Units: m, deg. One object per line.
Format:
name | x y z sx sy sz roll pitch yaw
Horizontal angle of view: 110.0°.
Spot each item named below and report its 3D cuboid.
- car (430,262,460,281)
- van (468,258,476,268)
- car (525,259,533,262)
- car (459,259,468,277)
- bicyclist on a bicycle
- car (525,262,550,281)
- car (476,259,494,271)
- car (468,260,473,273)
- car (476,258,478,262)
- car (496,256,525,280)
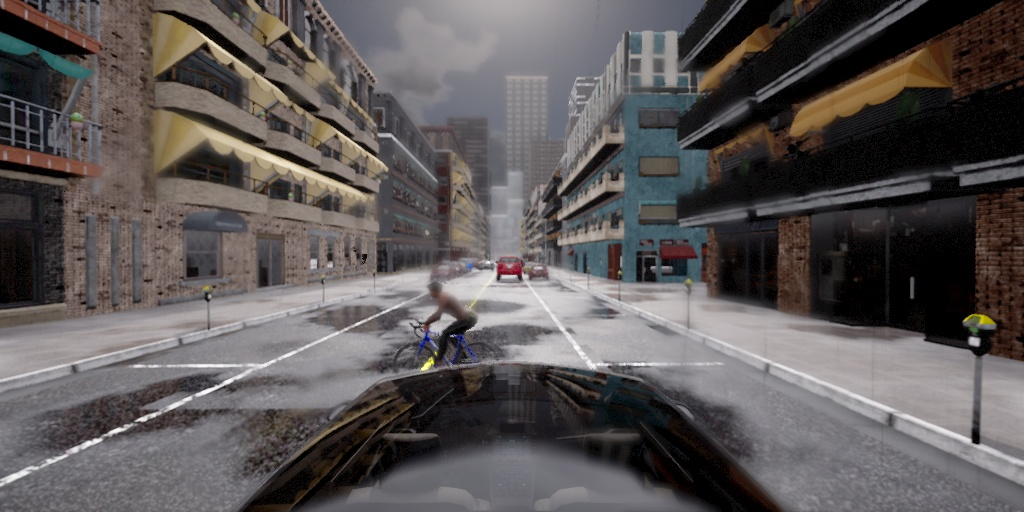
car | -6.011 1.442 31.411 1.802 1.307 4.207 0 0 -1
van | -6.217 1.263 48.215 1.690 1.789 3.998 0 0 -1
car | 2.197 1.426 42.857 1.751 1.417 4.829 0 0 -1
car | -6.079 1.321 37.012 1.967 1.591 4.097 0 0 -1
bicyclist on a bicycle | -1.023 1.217 5.548 1.656 1.620 0.582 -1 0 -1
car | 2.337 1.441 31.484 1.802 1.307 4.207 0 0 -1
car | -3.708 1.503 52.853 1.994 1.385 4.181 0 0 -1
car | -6.148 1.452 42.613 2.007 1.370 4.403 0 0 -1
car | -6.377 1.279 59.418 2.192 1.841 5.009 0 0 -1
car | -0.261 1.077 32.417 2.150 2.045 5.566 0 -1 -1
